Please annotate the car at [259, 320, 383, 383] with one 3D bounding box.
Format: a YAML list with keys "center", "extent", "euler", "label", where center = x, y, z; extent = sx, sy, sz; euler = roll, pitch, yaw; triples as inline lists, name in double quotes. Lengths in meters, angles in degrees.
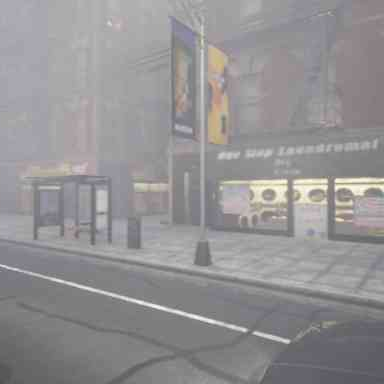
- center: [3.046, 1.547, 1.819]
  extent: [5.357, 1.411, 2.033]
  euler: [0, 0, 35]
  label: "car"
